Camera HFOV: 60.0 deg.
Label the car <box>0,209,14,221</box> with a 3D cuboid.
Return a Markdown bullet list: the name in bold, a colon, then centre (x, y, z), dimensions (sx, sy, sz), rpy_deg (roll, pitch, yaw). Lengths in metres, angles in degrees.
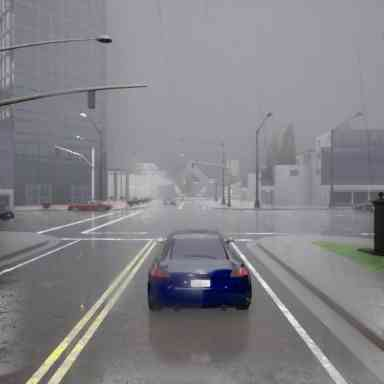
- **car**: centre (-16.392, 1.672, 26.225), dimensions (4.181, 1.385, 1.994), rpy_deg (-1, 0, 0)

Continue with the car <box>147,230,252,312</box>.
- **car**: centre (0.089, 1.564, 7.814), dimensions (1.994, 1.385, 4.181), rpy_deg (0, 0, -2)

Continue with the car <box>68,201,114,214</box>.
- **car**: centre (-11.062, 1.655, 36.518), dimensions (4.718, 1.301, 1.895), rpy_deg (-1, 0, -3)

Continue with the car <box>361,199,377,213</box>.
- **car**: centre (20.214, 1.553, 33.718), dimensions (4.718, 1.301, 1.895), rpy_deg (0, 0, 0)

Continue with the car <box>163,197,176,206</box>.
- **car**: centre (-3.576, 1.490, 53.087), dimensions (2.128, 1.511, 4.902), rpy_deg (0, 0, 0)

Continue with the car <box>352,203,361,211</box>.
- **car**: centre (20.364, 1.479, 37.209), dimensions (4.674, 1.442, 1.812), rpy_deg (0, 0, 0)
